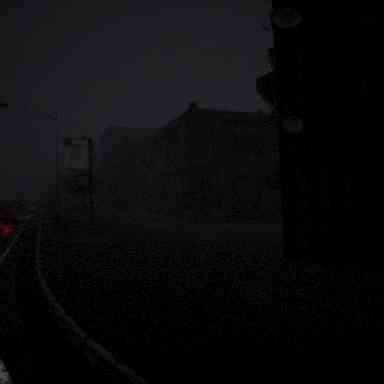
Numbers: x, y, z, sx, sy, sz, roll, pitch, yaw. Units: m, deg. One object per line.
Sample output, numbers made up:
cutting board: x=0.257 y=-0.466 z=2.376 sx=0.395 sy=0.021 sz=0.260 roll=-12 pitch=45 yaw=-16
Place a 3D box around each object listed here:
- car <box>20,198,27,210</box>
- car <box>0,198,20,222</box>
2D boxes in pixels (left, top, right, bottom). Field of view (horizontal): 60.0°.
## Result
car: x=-21.068 y=1.466 z=40.026 sx=1.994 sy=1.385 sz=4.181 roll=-1 pitch=1 yaw=-24
car: x=-14.547 y=1.475 z=25.417 sx=1.882 sy=1.535 sz=5.008 roll=-1 pitch=0 yaw=-24
